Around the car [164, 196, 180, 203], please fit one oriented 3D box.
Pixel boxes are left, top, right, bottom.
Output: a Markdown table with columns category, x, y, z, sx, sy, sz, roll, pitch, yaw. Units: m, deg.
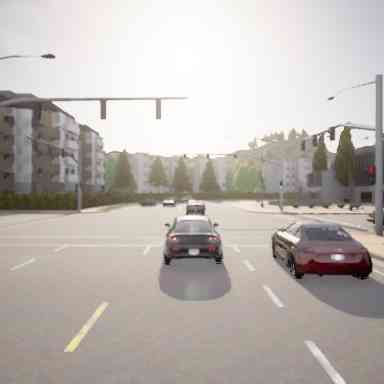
| category | x | y | z | sx | sy | sz | roll | pitch | yaw |
| --- | --- | --- | --- | --- | --- | --- | --- | --- | --- |
| car | -4.104 | 1.621 | 69.186 | 1.994 | 1.385 | 4.181 | 0 | 0 | 18 |

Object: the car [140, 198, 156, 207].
| category | x | y | z | sx | sy | sz | roll | pitch | yaw |
| --- | --- | --- | --- | --- | --- | --- | --- | --- | --- |
| car | -6.969 | 1.654 | 53.122 | 1.895 | 1.301 | 4.718 | 0 | 0 | 2 |

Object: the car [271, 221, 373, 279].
| category | x | y | z | sx | sy | sz | roll | pitch | yaw |
| --- | --- | --- | --- | --- | --- | --- | --- | --- | --- |
| car | 3.686 | 1.575 | 10.167 | 1.994 | 1.385 | 4.181 | 0 | 0 | 3 |

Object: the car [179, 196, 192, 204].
| category | x | y | z | sx | sy | sz | roll | pitch | yaw |
| --- | --- | --- | --- | --- | --- | --- | --- | --- | --- |
| car | -1.027 | 1.565 | 67.468 | 1.837 | 1.490 | 4.892 | 0 | 1 | 18 |

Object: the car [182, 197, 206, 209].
| category | x | y | z | sx | sy | sz | roll | pitch | yaw |
| --- | --- | --- | --- | --- | --- | --- | --- | --- | --- |
| car | 0.358 | 1.525 | 33.521 | 2.128 | 1.511 | 4.902 | 0 | 0 | 0 |

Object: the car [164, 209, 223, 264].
| category | x | y | z | sx | sy | sz | roll | pitch | yaw |
| --- | --- | --- | --- | --- | --- | --- | --- | --- | --- |
| car | -0.007 | 1.538 | 11.787 | 1.812 | 1.442 | 4.674 | 0 | 0 | -2 |

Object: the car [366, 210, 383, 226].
| category | x | y | z | sx | sy | sz | roll | pitch | yaw |
| --- | --- | --- | --- | --- | --- | --- | --- | --- | --- |
| car | 14.080 | 1.568 | 21.043 | 5.357 | 1.411 | 2.033 | 0 | 0 | 6 |

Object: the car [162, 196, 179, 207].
| category | x | y | z | sx | sy | sz | roll | pitch | yaw |
| --- | --- | --- | --- | --- | --- | --- | --- | --- | --- |
| car | -3.541 | 1.599 | 51.921 | 2.033 | 1.411 | 5.357 | 0 | 0 | 1 |
